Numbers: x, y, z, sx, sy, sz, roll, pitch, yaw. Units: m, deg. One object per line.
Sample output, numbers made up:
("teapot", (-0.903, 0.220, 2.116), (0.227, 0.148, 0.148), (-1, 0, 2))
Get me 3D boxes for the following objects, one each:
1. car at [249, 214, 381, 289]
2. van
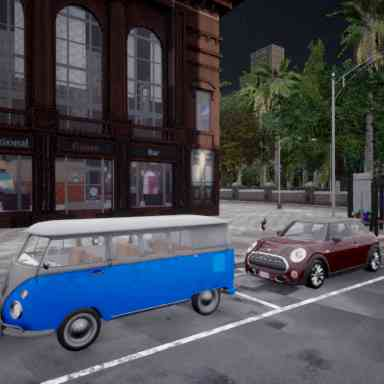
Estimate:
("car", (3.330, 1.438, 9.071), (4.097, 1.590, 1.967), (0, 0, -36))
("van", (-1.071, 1.341, 5.897), (3.998, 1.788, 1.690), (0, 0, -36))
